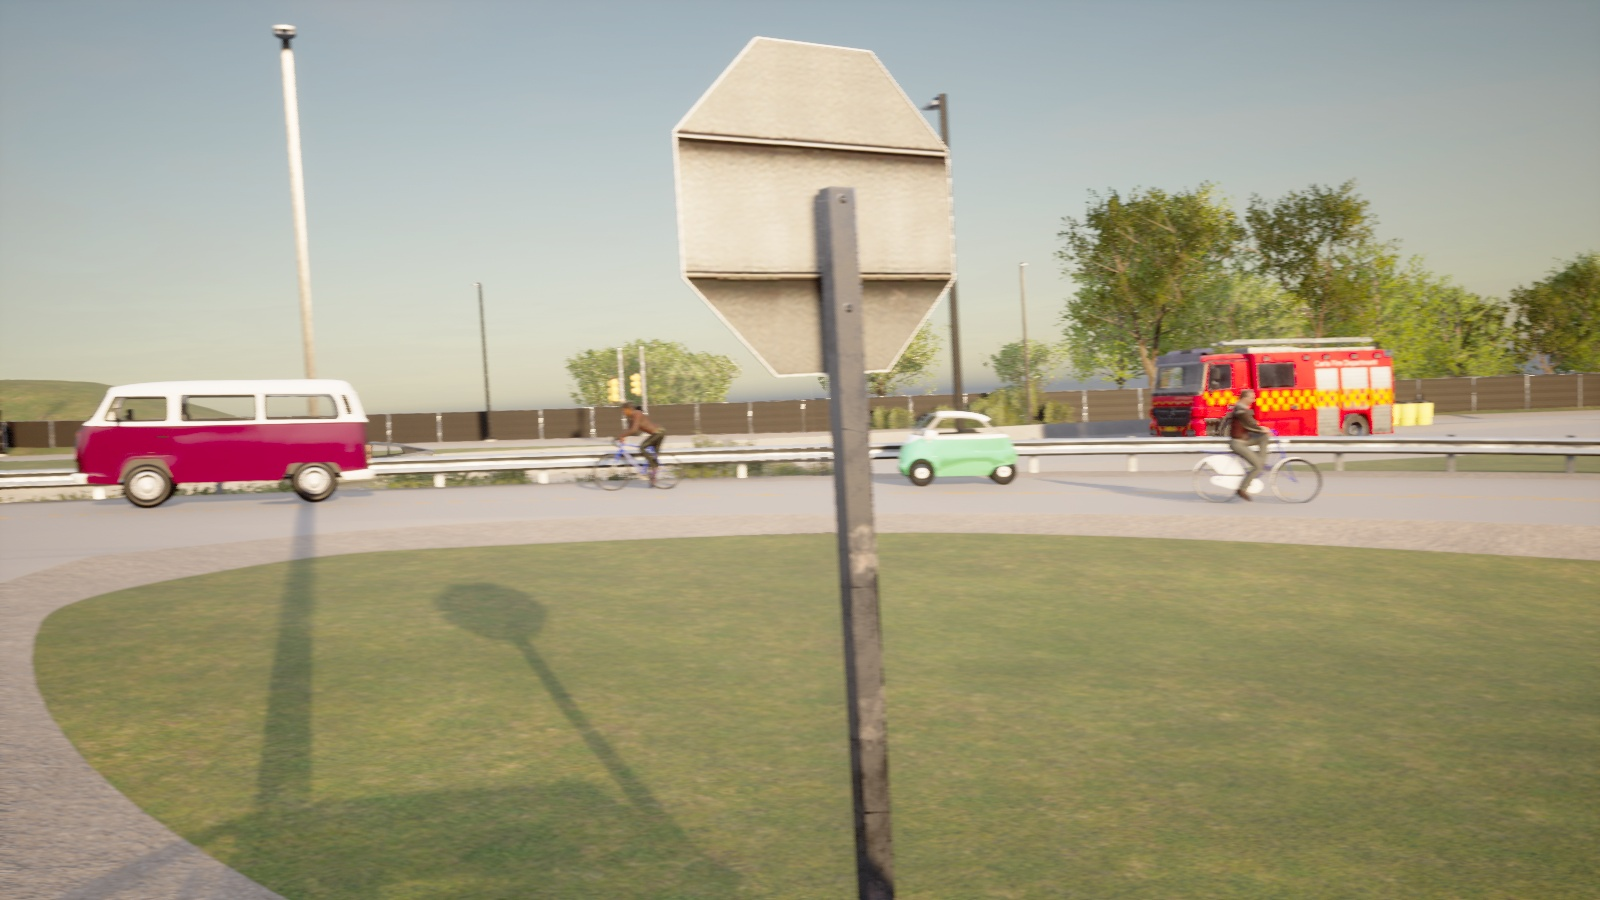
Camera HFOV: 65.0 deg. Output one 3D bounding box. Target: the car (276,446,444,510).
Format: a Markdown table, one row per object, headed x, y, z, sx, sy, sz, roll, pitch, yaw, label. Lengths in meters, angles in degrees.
| x | y | z | sx | sy | sz | roll | pitch | yaw | label |
| --- | --- | --- | --- | --- | --- | --- | --- | --- | --- |
| -13.076 | 0.787 | 37.468 | 4.514 | 1.525 | 2.007 | -4 | 2 | -19 | car |

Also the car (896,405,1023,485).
| x | y | z | sx | sy | sz | roll | pitch | yaw | label |
| --- | --- | --- | --- | --- | --- | --- | --- | --- | --- |
| 2.967 | -0.119 | 23.615 | 2.207 | 1.376 | 1.481 | -1 | 3 | 2 | car |

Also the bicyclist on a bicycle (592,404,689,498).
| x | y | z | sx | sy | sz | roll | pitch | yaw | label |
| --- | --- | --- | --- | --- | --- | --- | --- | --- | --- |
| -2.925 | 0.002 | 22.962 | 1.656 | 1.620 | 0.582 | -3 | 2 | -11 | bicyclist on a bicycle |

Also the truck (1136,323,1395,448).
| x | y | z | sx | sy | sz | roll | pitch | yaw | label |
| --- | --- | --- | --- | --- | --- | --- | --- | --- | --- |
| 16.333 | -2.275 | 44.064 | 8.468 | 3.827 | 2.891 | -4 | 2 | -19 | truck |

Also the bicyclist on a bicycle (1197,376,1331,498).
| x | y | z | sx | sy | sz | roll | pitch | yaw | label |
| --- | --- | --- | --- | --- | --- | --- | --- | --- | --- |
| 7.040 | -0.195 | 19.127 | 1.843 | 1.776 | 0.659 | -1 | 4 | 15 | bicyclist on a bicycle |

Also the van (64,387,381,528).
| x | y | z | sx | sy | sz | roll | pitch | yaw | label |
| --- | --- | --- | --- | --- | --- | --- | --- | --- | --- |
| -9.441 | 0.059 | 20.845 | 4.480 | 2.038 | 2.069 | -3 | 2 | -23 | van |
